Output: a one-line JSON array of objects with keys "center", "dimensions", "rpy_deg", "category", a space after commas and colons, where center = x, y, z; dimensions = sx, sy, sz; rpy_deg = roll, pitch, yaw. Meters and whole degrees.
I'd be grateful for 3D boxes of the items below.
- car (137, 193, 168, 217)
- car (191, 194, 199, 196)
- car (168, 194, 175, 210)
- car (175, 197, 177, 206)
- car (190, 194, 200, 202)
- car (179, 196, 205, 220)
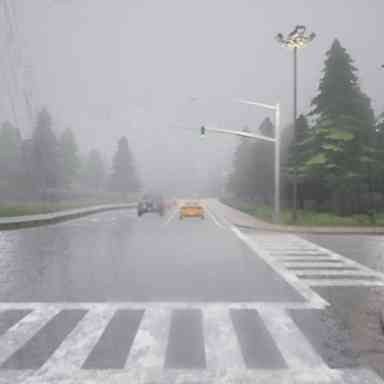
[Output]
[{"center": [-3.617, 1.091, 30.538], "dimensions": [2.150, 2.045, 5.566], "rpy_deg": [0, 0, -1], "category": "car"}, {"center": [0.263, 1.301, 57.620], "dimensions": [2.033, 1.411, 5.357], "rpy_deg": [0, 0, 2], "category": "car"}, {"center": [-3.567, 1.177, 40.832], "dimensions": [2.097, 1.767, 4.553], "rpy_deg": [0, 0, 0], "category": "car"}, {"center": [-3.417, 1.133, 51.083], "dimensions": [2.097, 1.767, 4.553], "rpy_deg": [0, 0, 1], "category": "car"}, {"center": [0.656, 1.185, 68.012], "dimensions": [1.837, 1.490, 4.892], "rpy_deg": [0, 0, 2], "category": "car"}, {"center": [-0.002, 1.362, 27.059], "dimensions": [1.882, 1.535, 5.008], "rpy_deg": [0, 0, 0], "category": "car"}]
